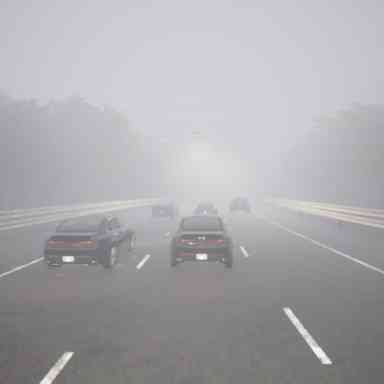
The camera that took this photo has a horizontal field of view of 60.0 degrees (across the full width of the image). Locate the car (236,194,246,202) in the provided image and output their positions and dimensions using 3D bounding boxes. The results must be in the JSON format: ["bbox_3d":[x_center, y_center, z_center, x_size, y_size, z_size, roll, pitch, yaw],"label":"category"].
[{"bbox_3d":[11.704,1.419,79.451,2.097,1.767,4.553,0,0,12],"label":"car"}]

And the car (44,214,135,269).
[{"bbox_3d":[-3.178,1.513,11.154,1.837,1.490,4.892,0,0,2],"label":"car"}]

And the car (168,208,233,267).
[{"bbox_3d":[0.334,1.517,11.456,1.837,1.490,4.892,0,0,2],"label":"car"}]

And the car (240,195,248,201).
[{"bbox_3d":[14.253,1.579,90.945,1.812,1.442,4.674,0,0,14],"label":"car"}]

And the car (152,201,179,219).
[{"bbox_3d":[-2.242,1.502,29.039,1.882,1.535,5.008,0,0,4],"label":"car"}]

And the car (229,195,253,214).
[{"bbox_3d":[5.252,1.337,36.852,2.097,1.767,4.553,0,0,5],"label":"car"}]

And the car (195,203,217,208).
[{"bbox_3d":[1.219,1.592,28.347,1.994,1.385,4.181,0,0,4],"label":"car"}]

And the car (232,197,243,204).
[{"bbox_3d":[8.791,1.608,64.113,1.895,1.301,4.718,0,0,9],"label":"car"}]
